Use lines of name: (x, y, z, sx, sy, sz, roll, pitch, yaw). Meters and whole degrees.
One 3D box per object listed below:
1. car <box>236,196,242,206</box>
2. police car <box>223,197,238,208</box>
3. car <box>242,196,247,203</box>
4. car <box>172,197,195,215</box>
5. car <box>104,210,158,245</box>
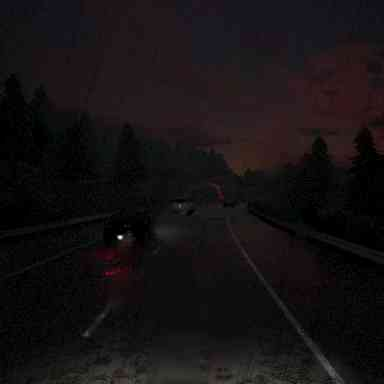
car: (8.742, 2.095, 70.322, 2.097, 1.767, 4.553, 0, -1, 12)
police car: (6.819, 2.068, 60.839, 1.930, 1.638, 5.238, 0, -1, 11)
car: (13.411, 2.073, 93.391, 2.150, 2.045, 5.566, 0, -1, 15)
car: (-0.981, 1.629, 39.079, 2.150, 2.045, 5.566, 0, -1, 7)
car: (-2.902, 1.675, 16.456, 1.837, 1.490, 4.892, 0, -1, 3)
